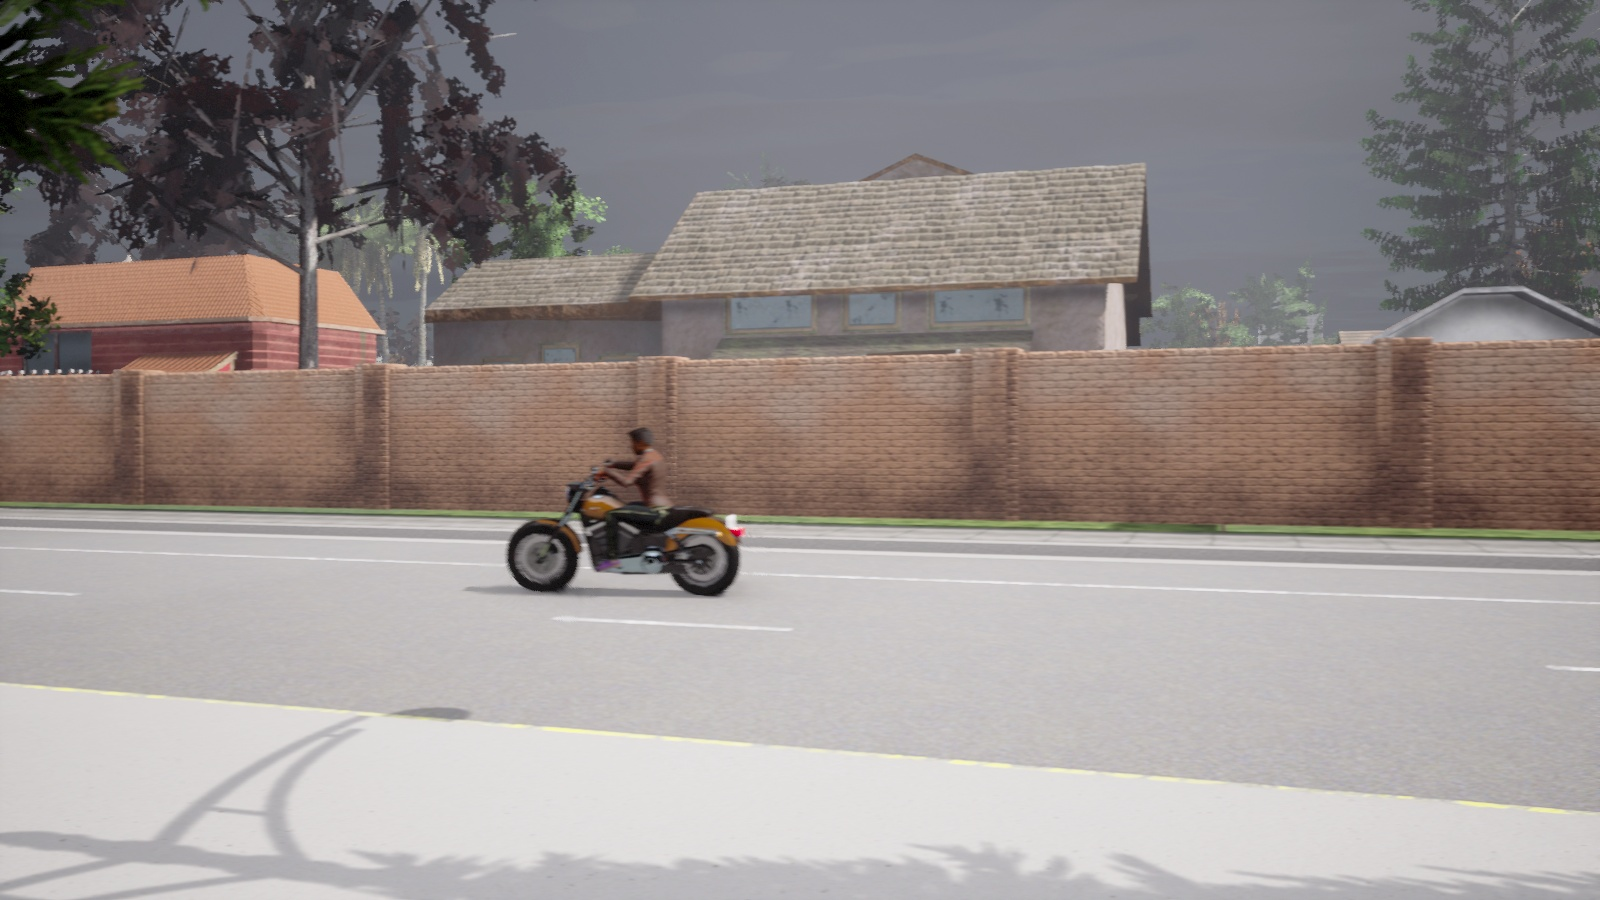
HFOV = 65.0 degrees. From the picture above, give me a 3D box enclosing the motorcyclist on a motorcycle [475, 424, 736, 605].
[{"bbox_3d":[-1.856,0.578,12.107,2.350,1.649,0.766,0,2,12],"label":"motorcyclist on a motorcycle"}]
